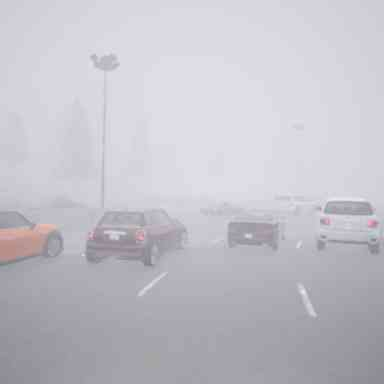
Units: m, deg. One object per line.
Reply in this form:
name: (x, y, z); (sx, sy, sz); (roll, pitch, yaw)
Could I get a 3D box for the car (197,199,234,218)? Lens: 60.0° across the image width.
car: (2.788, 1.524, 28.459); (1.895, 1.301, 4.718); (1, 0, 38)

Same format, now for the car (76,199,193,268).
car: (-1.656, 1.292, 11.475); (2.097, 1.767, 4.553); (1, 0, 15)

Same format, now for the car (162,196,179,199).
car: (-1.549, 1.259, 50.015); (2.128, 1.511, 4.902); (1, 1, 43)

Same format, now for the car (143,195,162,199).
car: (-5.770, 1.218, 50.637); (1.882, 1.535, 5.008); (1, 0, 43)

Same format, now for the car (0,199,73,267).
car: (-5.763, 1.261, 9.639); (2.097, 1.767, 4.553); (1, 0, 12)

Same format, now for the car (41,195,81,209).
car: (-12.491, 1.307, 30.784); (2.033, 1.411, 5.357); (1, 0, 31)

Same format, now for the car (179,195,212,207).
car: (0.969, 1.288, 47.586); (2.128, 1.511, 4.902); (1, 1, 43)

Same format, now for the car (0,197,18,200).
car: (-19.068, 1.232, 33.685); (2.033, 1.411, 5.357); (1, 0, 30)

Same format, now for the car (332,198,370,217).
car: (15.332, 1.462, 32.009); (1.882, 1.535, 5.008); (1, 1, 43)

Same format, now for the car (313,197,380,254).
car: (6.556, 1.239, 14.203); (2.150, 2.045, 5.566); (1, 1, 23)

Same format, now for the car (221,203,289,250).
car: (2.922, 1.451, 14.395); (1.882, 1.535, 5.008); (0, 0, 21)

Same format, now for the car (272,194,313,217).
car: (9.533, 1.195, 30.985); (2.150, 2.045, 5.566); (1, 1, 43)
